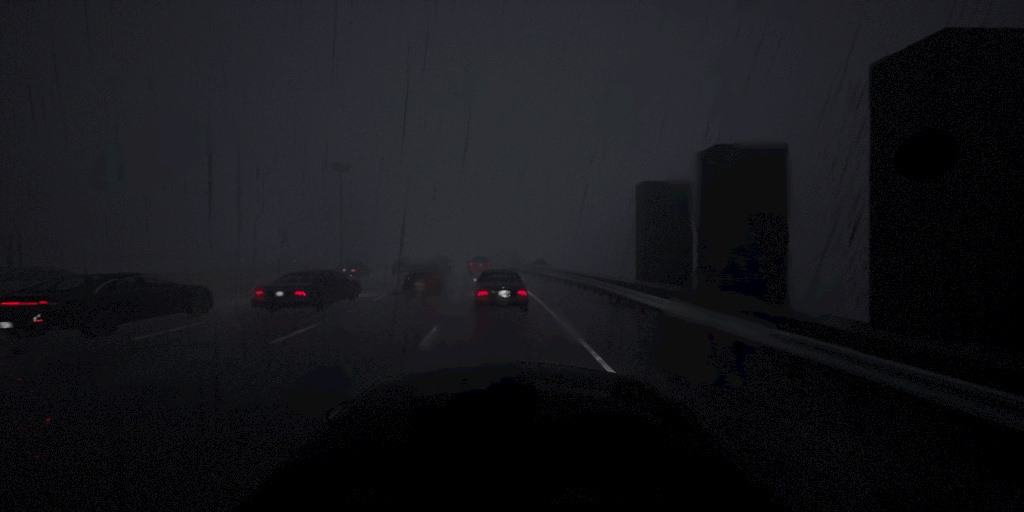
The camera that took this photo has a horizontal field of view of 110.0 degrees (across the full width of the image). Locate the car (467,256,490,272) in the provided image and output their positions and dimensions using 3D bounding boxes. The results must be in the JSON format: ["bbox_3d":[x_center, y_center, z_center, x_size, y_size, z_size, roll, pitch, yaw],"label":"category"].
[{"bbox_3d":[-3.164,0.814,34.124,2.097,1.767,4.553,0,1,-10],"label":"car"}]

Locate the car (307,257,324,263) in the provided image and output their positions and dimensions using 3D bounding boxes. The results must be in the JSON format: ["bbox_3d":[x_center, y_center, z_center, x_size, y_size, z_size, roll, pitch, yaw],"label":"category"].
[{"bbox_3d":[-30.675,0.909,56.160,1.812,1.442,4.674,0,1,-18],"label":"car"}]

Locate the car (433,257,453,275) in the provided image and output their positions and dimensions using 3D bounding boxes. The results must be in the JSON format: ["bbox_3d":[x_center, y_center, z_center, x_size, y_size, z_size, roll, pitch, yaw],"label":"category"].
[{"bbox_3d":[-6.736,0.830,34.211,2.097,1.767,4.553,0,1,-10],"label":"car"}]

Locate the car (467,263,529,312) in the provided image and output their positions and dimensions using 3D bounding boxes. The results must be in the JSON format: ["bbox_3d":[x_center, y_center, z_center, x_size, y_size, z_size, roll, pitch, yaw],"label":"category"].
[{"bbox_3d":[-0.479,1.188,13.646,2.033,1.411,5.357,0,1,-4],"label":"car"}]

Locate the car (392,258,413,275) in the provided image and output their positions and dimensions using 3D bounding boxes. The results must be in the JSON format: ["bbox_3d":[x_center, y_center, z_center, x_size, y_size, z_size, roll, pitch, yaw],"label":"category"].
[{"bbox_3d":[-10.357,0.969,34.576,1.882,1.535,5.008,0,1,-11],"label":"car"}]

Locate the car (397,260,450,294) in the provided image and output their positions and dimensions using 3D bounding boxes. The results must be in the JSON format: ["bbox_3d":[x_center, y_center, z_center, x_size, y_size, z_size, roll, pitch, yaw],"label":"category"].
[{"bbox_3d":[-4.522,1.136,18.969,1.812,1.442,4.674,0,1,-6],"label":"car"}]

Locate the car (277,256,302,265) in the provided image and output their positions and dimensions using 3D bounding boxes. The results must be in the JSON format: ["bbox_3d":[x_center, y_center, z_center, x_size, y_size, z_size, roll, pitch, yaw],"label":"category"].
[{"bbox_3d":[-34.121,0.762,55.443,2.097,1.767,4.553,0,1,-18],"label":"car"}]

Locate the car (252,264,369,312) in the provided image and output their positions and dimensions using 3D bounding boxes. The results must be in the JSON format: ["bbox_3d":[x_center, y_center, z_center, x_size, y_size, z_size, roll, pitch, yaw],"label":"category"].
[{"bbox_3d":[-7.507,1.220,13.776,2.033,1.411,5.357,0,1,-5],"label":"car"}]

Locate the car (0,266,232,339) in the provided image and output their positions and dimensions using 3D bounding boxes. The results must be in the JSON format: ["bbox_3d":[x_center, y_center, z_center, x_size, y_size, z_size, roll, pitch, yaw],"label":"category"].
[{"bbox_3d":[-10.802,1.217,9.990,2.128,1.511,4.902,0,1,-3],"label":"car"}]

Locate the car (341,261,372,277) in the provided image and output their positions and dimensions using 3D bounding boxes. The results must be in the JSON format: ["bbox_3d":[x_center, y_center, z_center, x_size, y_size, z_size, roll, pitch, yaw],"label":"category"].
[{"bbox_3d":[-12.924,1.101,29.259,2.033,1.411,5.357,0,1,-9],"label":"car"}]

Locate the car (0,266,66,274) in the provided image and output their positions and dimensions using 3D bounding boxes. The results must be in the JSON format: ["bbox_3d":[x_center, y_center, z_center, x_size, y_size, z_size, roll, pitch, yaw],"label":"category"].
[{"bbox_3d":[-21.957,1.216,15.730,2.128,1.511,4.902,0,0,-6],"label":"car"}]
